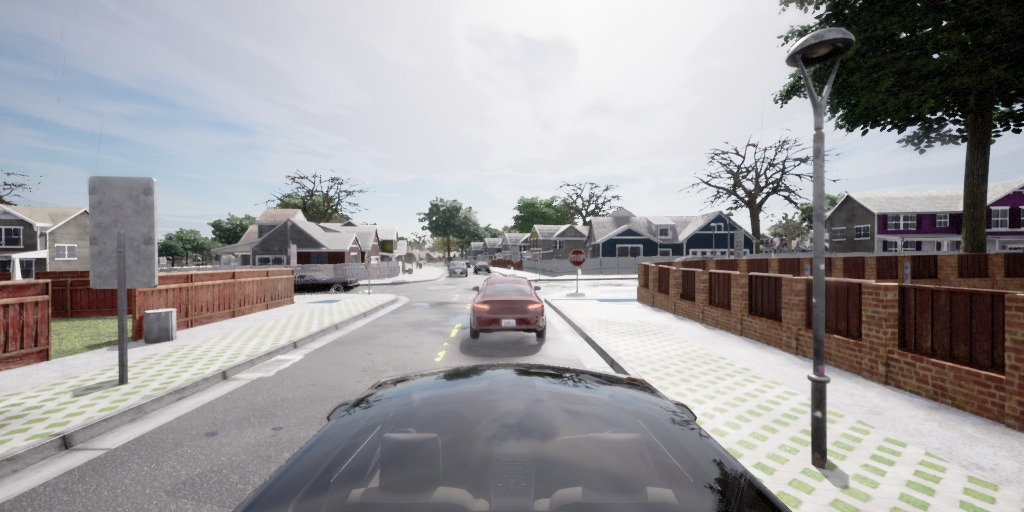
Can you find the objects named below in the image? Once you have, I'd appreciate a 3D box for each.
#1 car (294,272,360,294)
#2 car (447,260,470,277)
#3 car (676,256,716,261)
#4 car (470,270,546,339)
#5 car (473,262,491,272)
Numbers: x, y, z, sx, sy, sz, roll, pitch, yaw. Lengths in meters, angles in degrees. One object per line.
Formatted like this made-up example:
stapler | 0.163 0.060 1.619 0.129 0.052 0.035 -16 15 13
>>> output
car | -11.630 1.622 21.181 4.718 1.301 1.895 -1 1 -6
car | -5.532 1.351 37.066 2.128 1.511 4.902 0 0 -8
car | 11.902 0.814 24.527 4.553 1.767 2.097 -1 1 4
car | -0.136 1.280 10.022 1.812 1.442 4.674 0 0 -2
car | -3.814 1.422 45.029 1.812 1.442 4.674 0 0 -10
